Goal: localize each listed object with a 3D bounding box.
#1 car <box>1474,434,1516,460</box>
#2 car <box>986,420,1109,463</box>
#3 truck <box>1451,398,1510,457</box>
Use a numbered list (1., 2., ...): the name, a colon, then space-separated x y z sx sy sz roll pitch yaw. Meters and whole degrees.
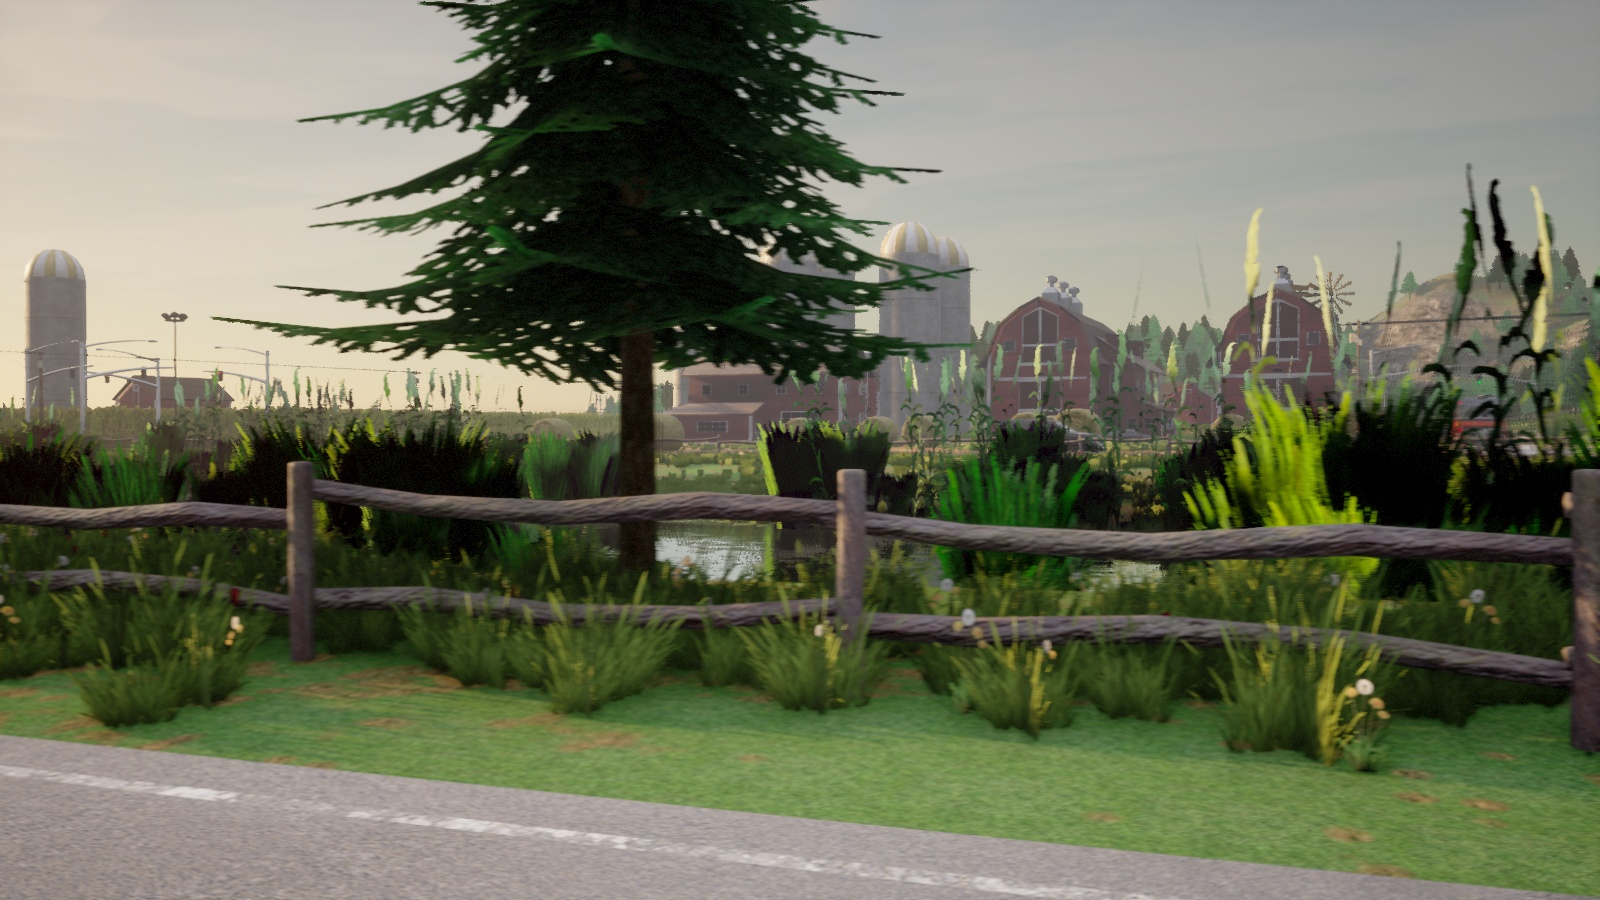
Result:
1. car: 41.506 -0.200 75.077 1.837 1.490 4.892 1 1 25
2. car: 12.187 -0.426 62.026 5.566 2.045 2.150 1 1 27
3. truck: 46.343 -1.520 85.719 2.891 3.827 8.468 1 1 24
